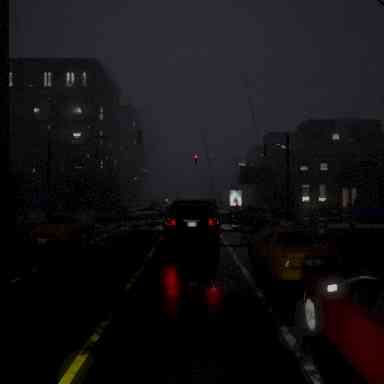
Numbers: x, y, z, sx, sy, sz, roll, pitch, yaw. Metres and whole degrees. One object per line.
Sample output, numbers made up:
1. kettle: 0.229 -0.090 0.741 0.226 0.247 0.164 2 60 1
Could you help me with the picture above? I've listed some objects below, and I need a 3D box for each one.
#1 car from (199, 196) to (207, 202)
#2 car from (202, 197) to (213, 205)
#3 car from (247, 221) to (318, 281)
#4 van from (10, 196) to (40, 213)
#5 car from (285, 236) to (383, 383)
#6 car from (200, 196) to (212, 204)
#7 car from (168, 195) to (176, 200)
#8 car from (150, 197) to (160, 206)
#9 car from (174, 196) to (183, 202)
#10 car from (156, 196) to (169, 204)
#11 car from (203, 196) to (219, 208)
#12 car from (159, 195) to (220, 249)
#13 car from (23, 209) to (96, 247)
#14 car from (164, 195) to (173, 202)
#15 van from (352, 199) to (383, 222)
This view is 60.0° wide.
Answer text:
1. car: 2.685 1.617 81.824 2.008 1.369 4.403 -1 0 0
2. car: 2.685 1.615 59.038 1.802 1.307 4.206 0 0 0
3. car: 2.685 1.525 9.645 1.752 1.417 4.829 0 0 0
4. van: -17.763 1.288 34.078 3.998 1.788 1.690 0 0 0
5. car: 2.685 1.543 3.778 1.887 1.381 4.507 0 0 0
6. car: 2.684 1.591 64.735 2.008 1.369 4.403 0 0 0
7. car: -5.698 1.528 93.204 1.967 1.590 4.097 0 0 0
8. car: -5.696 1.576 53.328 2.008 1.369 4.403 0 0 0
9. car: -3.000 1.615 77.070 1.895 1.301 4.718 0 0 0
10. car: -5.696 1.591 64.722 2.008 1.369 4.403 0 0 0
11. car: 2.684 1.459 47.644 1.967 1.590 4.097 0 0 0
12. car: 0.000 1.259 14.681 2.150 2.045 5.566 0 0 0
13. car: -5.696 1.526 15.006 1.752 1.417 4.829 0 0 0
14. car: -5.696 1.592 81.642 1.752 1.417 4.829 0 0 0
15. van: 14.658 1.411 25.938 3.998 1.788 1.690 0 0 0
